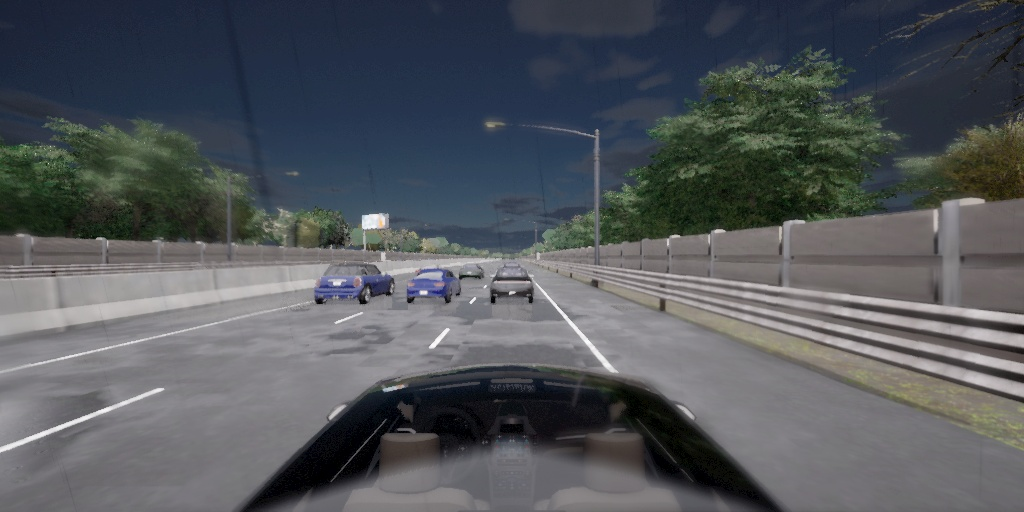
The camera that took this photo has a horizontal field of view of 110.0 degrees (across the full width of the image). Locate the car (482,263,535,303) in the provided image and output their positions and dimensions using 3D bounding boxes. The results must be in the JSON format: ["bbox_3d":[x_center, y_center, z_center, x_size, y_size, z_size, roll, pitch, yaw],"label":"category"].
[{"bbox_3d":[0.000,1.247,16.502,2.128,1.511,4.902,0,0,0],"label":"car"}]

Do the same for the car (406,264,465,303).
[{"bbox_3d":[-3.500,1.285,16.501,1.812,1.442,4.674,0,0,0],"label":"car"}]

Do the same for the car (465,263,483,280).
[{"bbox_3d":[-3.500,1.339,31.503,1.994,1.385,4.181,0,0,0],"label":"car"}]

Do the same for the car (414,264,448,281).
[{"bbox_3d":[-7.000,1.383,31.532,1.895,1.301,4.718,0,0,0],"label":"car"}]

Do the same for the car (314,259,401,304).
[{"bbox_3d":[-7.000,1.118,16.472,2.097,1.767,4.553,0,0,0],"label":"car"}]
